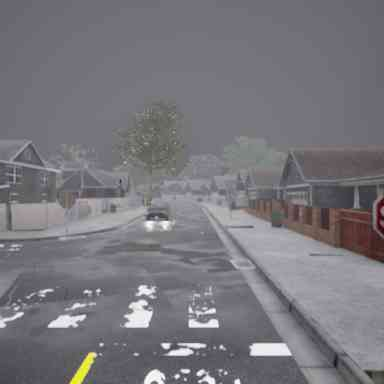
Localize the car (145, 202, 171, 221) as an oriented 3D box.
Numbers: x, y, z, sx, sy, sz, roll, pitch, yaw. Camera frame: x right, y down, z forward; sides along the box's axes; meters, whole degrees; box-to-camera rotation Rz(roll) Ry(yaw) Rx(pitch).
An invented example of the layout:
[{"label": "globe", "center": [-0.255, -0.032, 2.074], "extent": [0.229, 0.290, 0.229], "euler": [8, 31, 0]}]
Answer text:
[{"label": "car", "center": [-2.734, 1.582, 28.218], "extent": [2.033, 1.411, 5.357], "euler": [0, 0, 0]}]
